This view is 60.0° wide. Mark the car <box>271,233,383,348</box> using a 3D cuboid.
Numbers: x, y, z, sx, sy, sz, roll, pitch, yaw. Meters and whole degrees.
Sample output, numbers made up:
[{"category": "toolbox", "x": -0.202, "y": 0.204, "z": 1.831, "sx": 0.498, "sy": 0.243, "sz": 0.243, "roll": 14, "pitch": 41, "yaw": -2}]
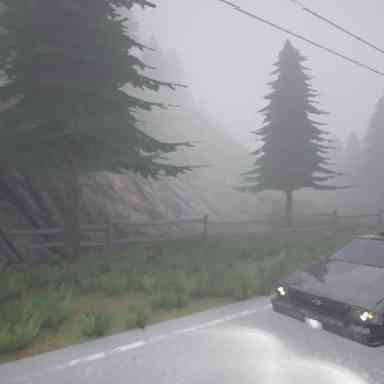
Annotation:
[{"category": "car", "x": 3.954, "y": 1.545, "z": 6.431, "sx": 5.357, "sy": 1.411, "sz": 2.033, "roll": 0, "pitch": 0, "yaw": -35}]
